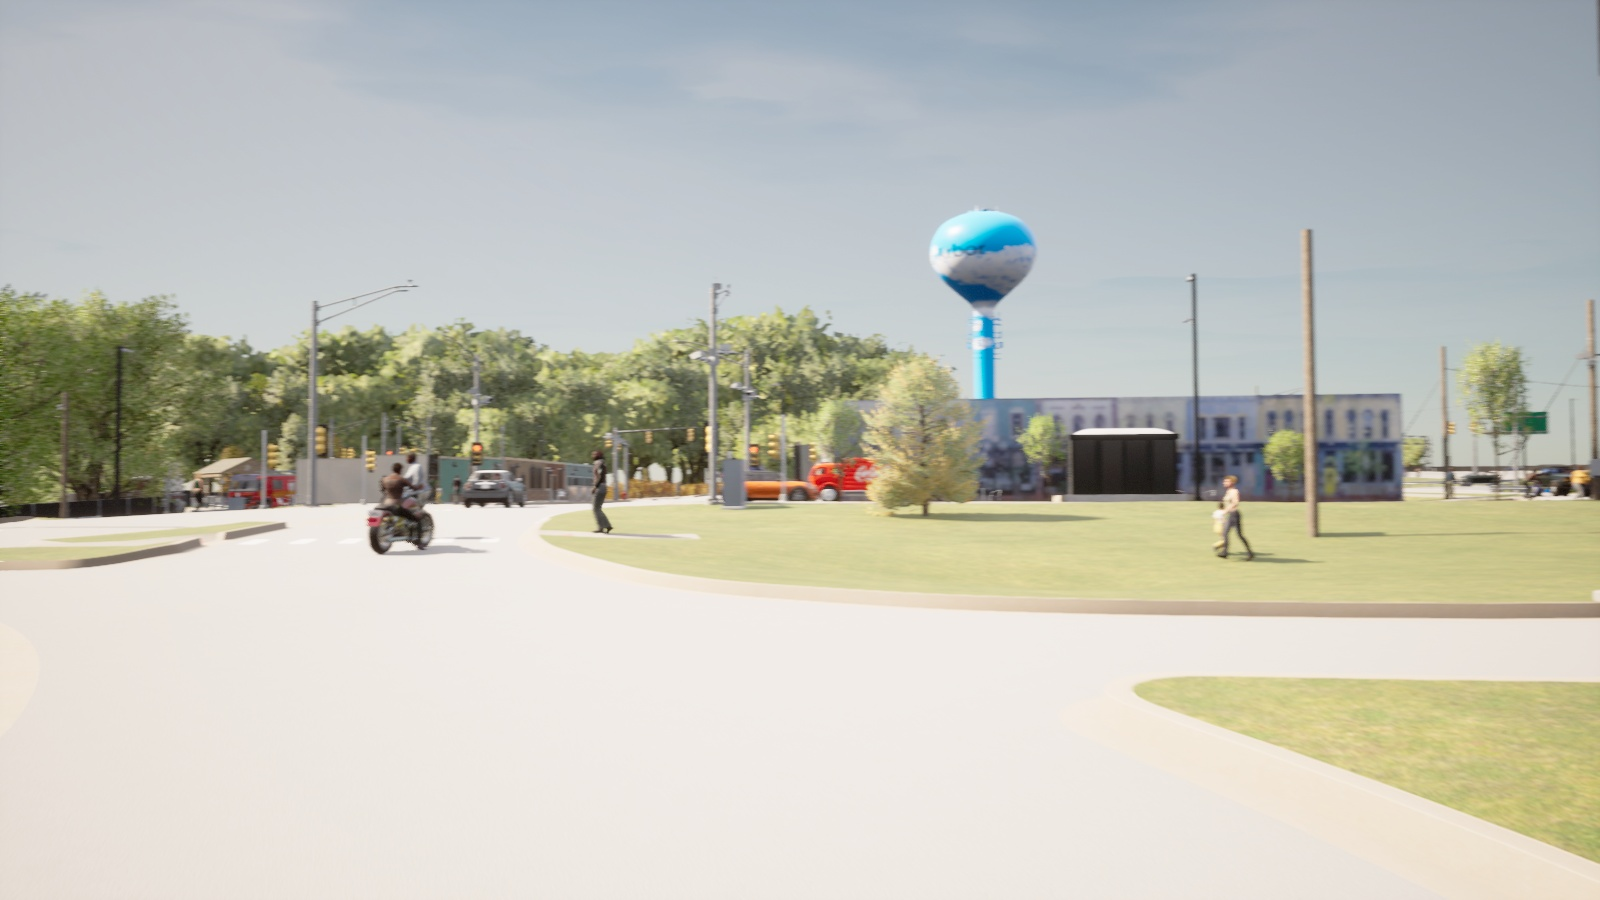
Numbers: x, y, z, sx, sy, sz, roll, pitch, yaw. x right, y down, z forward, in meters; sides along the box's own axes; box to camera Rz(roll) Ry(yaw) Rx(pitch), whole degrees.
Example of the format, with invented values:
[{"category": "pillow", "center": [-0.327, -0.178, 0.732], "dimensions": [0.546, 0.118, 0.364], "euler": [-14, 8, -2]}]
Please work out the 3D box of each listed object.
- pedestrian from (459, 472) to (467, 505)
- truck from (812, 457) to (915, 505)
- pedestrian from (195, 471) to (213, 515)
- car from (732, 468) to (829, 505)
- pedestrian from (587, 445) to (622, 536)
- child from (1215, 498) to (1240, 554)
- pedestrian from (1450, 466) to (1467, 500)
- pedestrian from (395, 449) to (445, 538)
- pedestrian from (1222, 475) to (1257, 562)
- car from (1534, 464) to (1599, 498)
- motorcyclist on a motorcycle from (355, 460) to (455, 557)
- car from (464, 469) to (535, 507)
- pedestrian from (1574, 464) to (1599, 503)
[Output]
[{"category": "pedestrian", "center": [-20.171, 2.315, 75.191], "dimensions": [0.402, 1.930, 0.666], "euler": [0, -3, -14]}, {"category": "truck", "center": [3.382, 1.652, 65.993], "dimensions": [5.204, 2.467, 2.627], "euler": [0, -2, 8]}, {"category": "pedestrian", "center": [-24.979, 1.802, 52.630], "dimensions": [0.345, 1.836, 0.594], "euler": [-1, -3, 18]}, {"category": "car", "center": [-0.937, 1.837, 62.293], "dimensions": [4.553, 1.767, 2.097], "euler": [0, -3, 7]}, {"category": "pedestrian", "center": [-4.182, 0.861, 26.862], "dimensions": [0.666, 1.930, 0.402], "euler": [0, -2, 3]}, {"category": "child", "center": [9.670, 1.719, 28.402], "dimensions": [0.437, 1.263, 0.270], "euler": [0, -2, -4]}, {"category": "pedestrian", "center": [36.170, 1.830, 68.965], "dimensions": [0.726, 1.835, 0.370], "euler": [1, -3, -21]}, {"category": "pedestrian", "center": [-8.067, 0.924, 26.683], "dimensions": [0.900, 1.855, 0.874], "euler": [0, -3, -10]}, {"category": "pedestrian", "center": [9.423, 1.461, 26.909], "dimensions": [0.594, 1.836, 0.345], "euler": [0, -2, 0]}, {"category": "car", "center": [44.206, 1.806, 72.341], "dimensions": [1.905, 1.878, 3.866], "euler": [0, -2, 7]}, {"category": "motorcyclist on a motorcycle", "center": [-7.093, 1.023, 22.685], "dimensions": [0.766, 1.649, 2.350], "euler": [0, -1, 8]}, {"category": "car", "center": [-12.032, 1.522, 50.572], "dimensions": [1.970, 1.475, 3.806], "euler": [0, -2, 0]}, {"category": "pedestrian", "center": [38.025, 1.627, 60.537], "dimensions": [0.874, 1.855, 0.900], "euler": [0, -2, 2]}]
